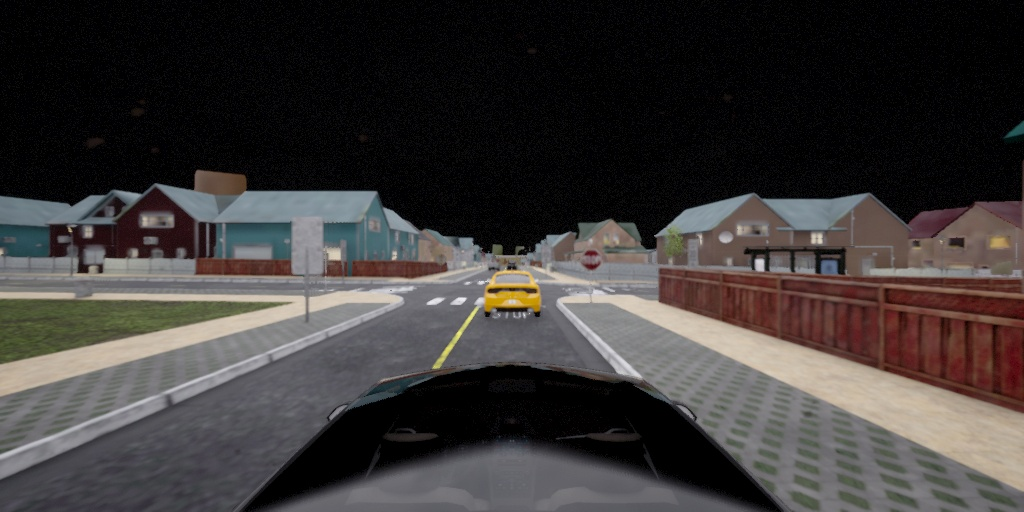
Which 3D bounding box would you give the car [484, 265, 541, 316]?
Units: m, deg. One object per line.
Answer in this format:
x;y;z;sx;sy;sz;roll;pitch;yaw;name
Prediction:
0.032;1.287;13.611;1.882;1.535;5.008;0;0;1;car

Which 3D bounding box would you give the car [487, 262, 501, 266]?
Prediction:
-2.824;1.703;57.111;1.837;1.490;4.892;0;-1;0;car

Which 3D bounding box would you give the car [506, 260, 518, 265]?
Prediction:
0.024;1.796;64.458;1.837;1.490;4.892;0;-2;0;car
